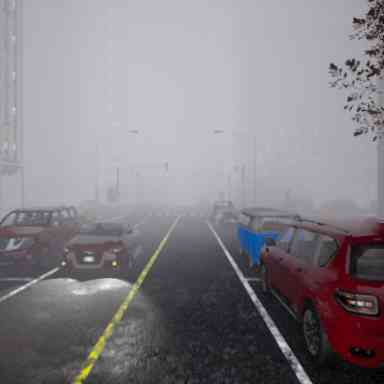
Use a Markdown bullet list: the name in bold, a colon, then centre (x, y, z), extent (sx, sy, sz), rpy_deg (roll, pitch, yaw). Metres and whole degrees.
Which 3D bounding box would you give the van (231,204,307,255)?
- **van**: centre (2.547, 1.467, 11.529), extent (1.690, 1.788, 3.998), rpy_deg (-1, -1, 0)

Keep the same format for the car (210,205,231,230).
- **car**: centre (2.548, 1.813, 22.823), extent (1.947, 1.339, 4.313), rpy_deg (-1, -1, 0)

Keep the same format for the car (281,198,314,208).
- **car**: centre (16.547, 1.844, 52.264), extent (5.009, 1.841, 2.192), rpy_deg (0, 0, 0)

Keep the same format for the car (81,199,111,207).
- **car**: centre (-13.601, 1.816, 46.742), extent (4.553, 1.767, 2.097), rpy_deg (0, 0, 0)

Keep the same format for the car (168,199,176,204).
- **car**: centre (-5.351, 2.524, 88.472), extent (1.802, 1.307, 4.206), rpy_deg (-1, -1, 0)

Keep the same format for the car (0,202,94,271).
- **car**: centre (-5.333, 1.440, 11.494), extent (2.192, 1.841, 5.009), rpy_deg (-1, -1, 0)

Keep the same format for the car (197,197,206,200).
- **car**: centre (2.517, 2.143, 77.454), extent (2.192, 1.841, 5.009), rpy_deg (-1, -1, 0)

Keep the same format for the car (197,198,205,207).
- **car**: centre (2.503, 2.294, 66.402), extent (1.802, 1.307, 4.206), rpy_deg (-1, -1, 0)

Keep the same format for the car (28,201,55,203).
- **car**: centre (-21.273, 2.029, 44.028), extent (4.829, 1.417, 1.752), rpy_deg (0, 0, 0)

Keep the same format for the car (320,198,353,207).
- **car**: centre (22.879, 1.853, 52.280), extent (5.009, 1.841, 2.192), rpy_deg (0, 0, 0)

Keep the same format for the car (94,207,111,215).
- **car**: centre (-5.332, 1.709, 16.970), extent (1.752, 1.417, 4.829), rpy_deg (-1, -1, 0)

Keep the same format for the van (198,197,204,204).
- **van**: centre (2.525, 2.341, 94.026), extent (1.690, 1.788, 3.998), rpy_deg (-1, -1, 0)

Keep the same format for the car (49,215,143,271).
- **car**: centre (-2.853, 1.686, 11.199), extent (1.994, 1.385, 4.181), rpy_deg (0, -1, 0)

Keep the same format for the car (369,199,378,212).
- **car**: centre (26.207, 1.889, 44.149), extent (5.009, 1.841, 2.192), rpy_deg (0, 0, 0)

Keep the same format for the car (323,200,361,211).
- **car**: centre (20.168, 2.148, 44.135), extent (4.206, 1.307, 1.802), rpy_deg (0, 0, 0)

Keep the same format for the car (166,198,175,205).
- **car**: centre (-5.351, 2.325, 82.949), extent (1.967, 1.590, 4.097), rpy_deg (-1, -1, 0)

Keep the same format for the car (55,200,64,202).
- **car**: centre (-21.464, 2.022, 52.167), extent (4.403, 1.369, 2.008), rpy_deg (0, 0, 0)

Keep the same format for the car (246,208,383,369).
- **car**: centre (2.548, 1.380, 5.880), extent (2.192, 1.841, 5.009), rpy_deg (-1, -1, 0)

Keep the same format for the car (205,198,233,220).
- **car**: centre (2.542, 1.623, 28.474), extent (2.192, 1.841, 5.009), rpy_deg (-1, -1, 0)
